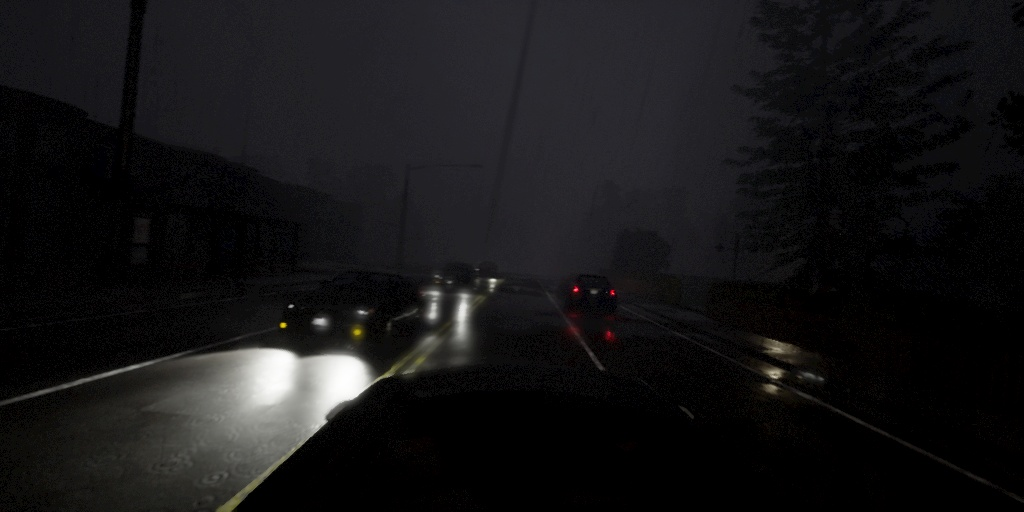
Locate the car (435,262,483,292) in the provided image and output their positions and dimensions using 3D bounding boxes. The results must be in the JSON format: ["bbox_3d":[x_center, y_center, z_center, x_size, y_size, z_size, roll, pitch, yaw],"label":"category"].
[{"bbox_3d":[-3.099,1.129,20.772,1.837,1.490,4.892,5,-1,2],"label":"car"}]

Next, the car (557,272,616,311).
[{"bbox_3d":[3.544,1.592,17.578,2.097,1.767,4.553,5,0,0],"label":"car"}]

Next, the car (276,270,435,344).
[{"bbox_3d":[-3.499,1.063,8.681,1.994,1.385,4.181,5,0,2],"label":"car"}]

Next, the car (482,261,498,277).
[{"bbox_3d":[-2.500,1.285,36.603,1.882,1.535,5.008,5,0,2],"label":"car"}]
